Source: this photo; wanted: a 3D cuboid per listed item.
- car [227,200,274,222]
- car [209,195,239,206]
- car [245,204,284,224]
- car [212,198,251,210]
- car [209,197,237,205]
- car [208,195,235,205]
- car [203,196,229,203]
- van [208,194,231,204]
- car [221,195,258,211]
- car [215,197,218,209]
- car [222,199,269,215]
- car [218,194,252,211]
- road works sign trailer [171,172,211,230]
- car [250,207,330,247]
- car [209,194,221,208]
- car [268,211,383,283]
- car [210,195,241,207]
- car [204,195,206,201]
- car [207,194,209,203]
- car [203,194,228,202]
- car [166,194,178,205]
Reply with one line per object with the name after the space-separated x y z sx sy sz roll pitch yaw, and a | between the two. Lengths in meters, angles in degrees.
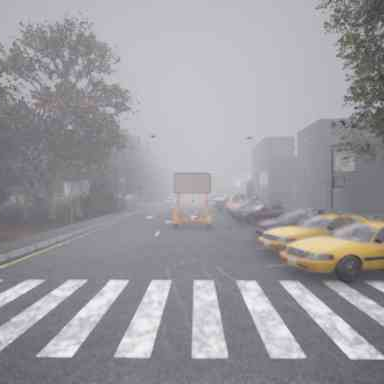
5.357 1.563 24.683 4.674 1.452 2.002 1 0 -20 | car
5.526 1.484 57.703 4.553 1.767 2.185 1 -1 -20 | car
5.331 1.516 15.683 4.892 1.521 2.231 1 0 -20 | car
5.451 1.596 45.686 4.792 1.488 2.163 1 0 -20 | car
5.576 1.663 60.710 4.674 1.452 2.002 1 0 -20 | car
5.626 1.511 63.719 4.553 1.767 2.185 1 0 -20 | car
5.465 1.686 75.667 5.366 1.575 1.946 1 0 -20 | car
5.731 1.439 69.768 4.442 1.987 1.878 1 -1 -20 | van
5.417 1.406 30.695 4.553 1.767 2.185 1 0 -20 | car
5.417 1.583 36.693 4.674 1.452 2.002 1 0 -20 | car
5.341 1.556 27.675 4.792 1.488 2.163 1 0 -20 | car
5.435 1.412 33.696 4.553 1.767 2.185 1 0 -20 | car
0.035 0.499 21.422 2.380 3.560 2.880 0 0 0 | road works sign trailer
5.142 1.507 12.619 5.366 1.575 1.946 1 0 -20 | car
5.430 1.298 39.671 5.566 2.045 2.435 1 0 -20 | car
5.138 1.505 9.617 5.366 1.575 1.946 1 0 -20 | car
5.507 1.471 54.702 4.553 1.767 2.185 1 -1 -20 | car
5.599 1.649 66.722 5.008 1.535 2.097 1 -1 -20 | car
5.477 1.324 48.688 5.566 2.045 2.435 1 0 -20 | car
5.677 1.468 81.760 5.566 2.045 2.435 1 -1 -20 | car
-3.835 1.376 64.434 2.150 2.045 5.566 0 0 1 | car
